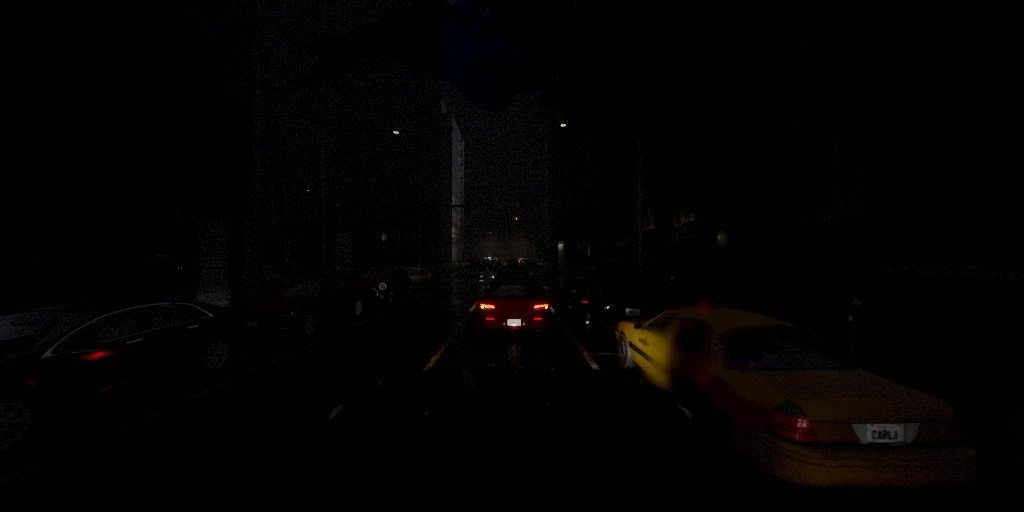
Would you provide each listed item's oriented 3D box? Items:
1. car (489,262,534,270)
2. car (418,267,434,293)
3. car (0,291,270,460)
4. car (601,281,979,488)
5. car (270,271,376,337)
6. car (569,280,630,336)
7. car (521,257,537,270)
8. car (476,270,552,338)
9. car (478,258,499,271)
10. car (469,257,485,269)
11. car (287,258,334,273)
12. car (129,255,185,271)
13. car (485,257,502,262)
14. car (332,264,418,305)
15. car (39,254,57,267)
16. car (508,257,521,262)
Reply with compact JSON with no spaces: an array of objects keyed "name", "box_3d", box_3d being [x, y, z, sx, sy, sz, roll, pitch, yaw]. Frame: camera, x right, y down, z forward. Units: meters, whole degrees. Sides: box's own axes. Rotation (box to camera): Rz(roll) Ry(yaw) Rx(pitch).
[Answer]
[{"name":"car","box_3d":[0.003,1.256,18.946,1.837,1.490,4.892,0,0,0]},{"name":"car","box_3d":[-5.779,1.277,20.979,1.751,1.417,4.829,0,0,0]},{"name":"car","box_3d":[-5.764,1.300,4.778,2.007,1.370,4.403,0,0,0]},{"name":"car","box_3d":[2.761,1.275,4.958,1.751,1.417,4.829,0,0,0]},{"name":"car","box_3d":[-5.769,1.295,10.235,1.888,1.381,4.507,0,0,0]},{"name":"car","box_3d":[2.756,1.316,10.245,1.948,1.339,4.313,0,0,0]},{"name":"car","box_3d":[2.716,1.201,53.127,1.967,1.591,4.097,0,0,0]},{"name":"car","box_3d":[0.063,1.276,10.079,1.812,1.442,4.674,0,0,0]},{"name":"car","box_3d":[-3.140,1.285,47.966,1.812,1.442,4.674,0,0,0]},{"name":"car","box_3d":[-5.814,1.079,58.556,2.192,1.841,5.009,0,0,0]},{"name":"car","box_3d":[-17.849,0.936,32.596,4.892,1.490,1.837,1,0,0]},{"name":"car","box_3d":[-31.749,0.666,32.562,4.892,1.490,1.837,2,0,0]},{"name":"car","box_3d":[-3.136,1.328,57.934,1.994,1.385,4.181,0,0,0]},{"name":"car","box_3d":[-5.774,1.190,15.692,1.967,1.591,4.097,0,0,0]},{"name":"car","box_3d":[-48.219,0.417,35.663,4.181,1.385,1.994,1,0,0]},{"name":"car","box_3d":[0.062,1.287,52.346,1.812,1.442,4.674,0,0,0]}]
